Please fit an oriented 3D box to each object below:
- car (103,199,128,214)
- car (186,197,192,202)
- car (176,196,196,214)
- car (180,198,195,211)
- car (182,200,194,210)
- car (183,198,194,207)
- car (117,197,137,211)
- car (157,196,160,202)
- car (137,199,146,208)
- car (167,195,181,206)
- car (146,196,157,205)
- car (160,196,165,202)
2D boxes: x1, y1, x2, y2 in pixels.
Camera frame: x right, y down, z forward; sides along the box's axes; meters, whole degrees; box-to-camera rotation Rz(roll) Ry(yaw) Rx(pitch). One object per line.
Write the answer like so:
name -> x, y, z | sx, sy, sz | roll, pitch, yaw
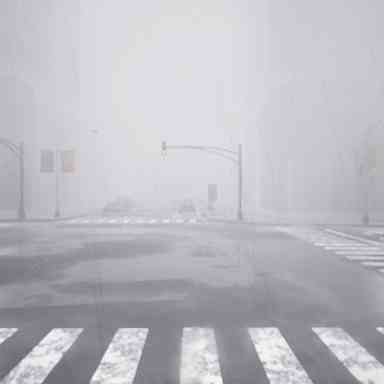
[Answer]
car -> -9.076, 1.766, 38.670 | 1.947, 1.339, 4.313 | 0, 0, 0
car -> -0.822, 2.155, 92.958 | 1.887, 1.381, 4.507 | 0, 0, 0
car -> -0.551, 1.640, 38.710 | 1.967, 1.590, 4.097 | 0, 0, 0
car -> -0.578, 1.679, 44.135 | 1.967, 1.590, 4.097 | 0, 0, 0
car -> -0.604, 1.860, 49.559 | 1.802, 1.307, 4.206 | 0, 0, 0
car -> -0.659, 1.902, 60.409 | 1.887, 1.381, 4.507 | 0, 0, 0
car -> -9.103, 1.554, 44.097 | 2.192, 1.841, 5.009 | 0, 0, 0
car -> -9.266, 1.796, 76.652 | 2.192, 1.841, 5.009 | 0, 0, 0
car -> -9.156, 1.841, 54.777 | 1.752, 1.417, 4.829 | 0, 0, 0
car -> -3.344, 1.900, 65.478 | 1.837, 1.490, 4.892 | 0, 0, 0
car -> -9.238, 2.021, 71.225 | 1.802, 1.307, 4.206 | 0, 0, 0
car -> -9.346, 2.155, 92.928 | 1.887, 1.381, 4.507 | 0, 0, 0
